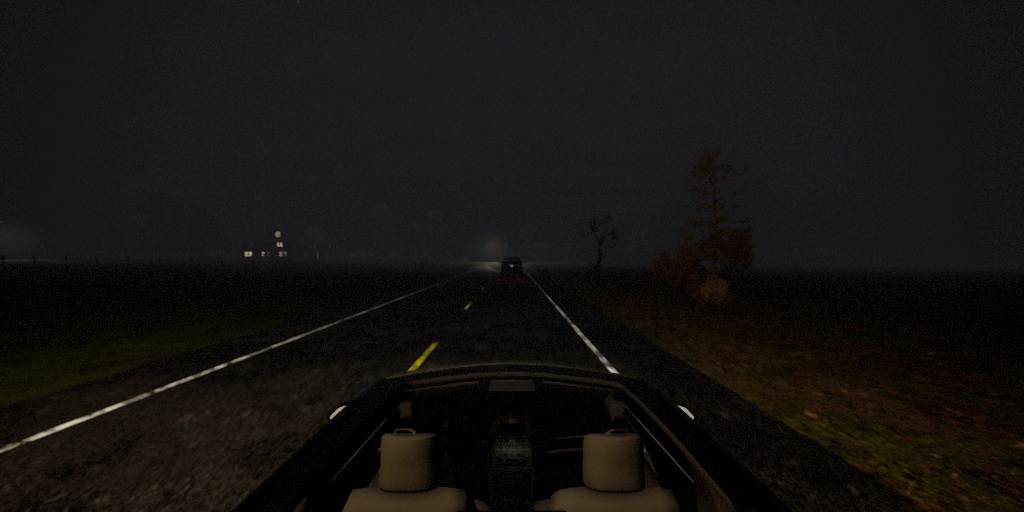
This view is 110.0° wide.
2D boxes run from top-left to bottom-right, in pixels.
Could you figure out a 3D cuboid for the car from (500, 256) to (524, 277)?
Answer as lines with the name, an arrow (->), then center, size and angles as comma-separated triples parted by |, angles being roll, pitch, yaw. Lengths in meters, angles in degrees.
car -> 0.019, 1.056, 35.841 | 2.150, 2.045, 5.566 | 0, 0, 0
